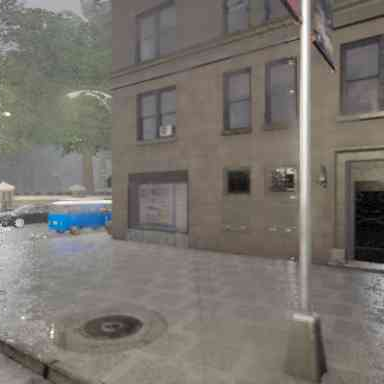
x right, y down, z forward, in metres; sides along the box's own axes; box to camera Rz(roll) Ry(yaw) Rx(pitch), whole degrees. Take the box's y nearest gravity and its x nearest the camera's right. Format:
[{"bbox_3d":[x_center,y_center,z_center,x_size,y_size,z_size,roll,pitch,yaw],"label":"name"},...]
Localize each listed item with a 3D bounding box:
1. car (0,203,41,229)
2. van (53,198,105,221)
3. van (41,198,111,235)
[{"bbox_3d":[-10.672,1.559,22.551,1.837,1.490,4.892,0,0,35],"label":"car"},{"bbox_3d":[-9.553,1.416,28.406,1.690,1.788,3.998,0,0,36],"label":"van"},{"bbox_3d":[-6.022,1.395,18.807,1.690,1.788,3.998,0,0,36],"label":"van"}]
